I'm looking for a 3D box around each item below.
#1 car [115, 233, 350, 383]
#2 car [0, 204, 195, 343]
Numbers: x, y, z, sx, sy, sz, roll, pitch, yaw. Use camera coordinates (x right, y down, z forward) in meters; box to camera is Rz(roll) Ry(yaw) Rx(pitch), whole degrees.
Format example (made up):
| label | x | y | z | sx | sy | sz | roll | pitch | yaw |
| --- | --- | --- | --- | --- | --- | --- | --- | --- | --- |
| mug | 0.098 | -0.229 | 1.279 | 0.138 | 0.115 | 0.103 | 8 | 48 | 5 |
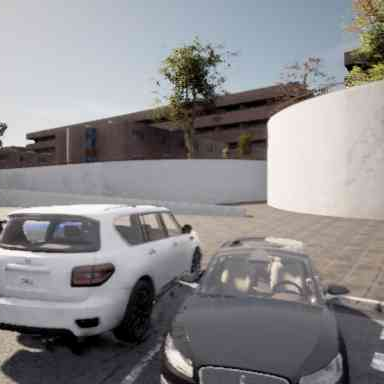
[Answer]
| label | x | y | z | sx | sy | sz | roll | pitch | yaw |
| --- | --- | --- | --- | --- | --- | --- | --- | --- | --- |
| car | 1.055 | 1.502 | 5.058 | 2.231 | 1.521 | 4.892 | 0 | -1 | 15 |
| car | -1.378 | 1.263 | 6.818 | 2.435 | 2.045 | 5.566 | 0 | -1 | 16 |
